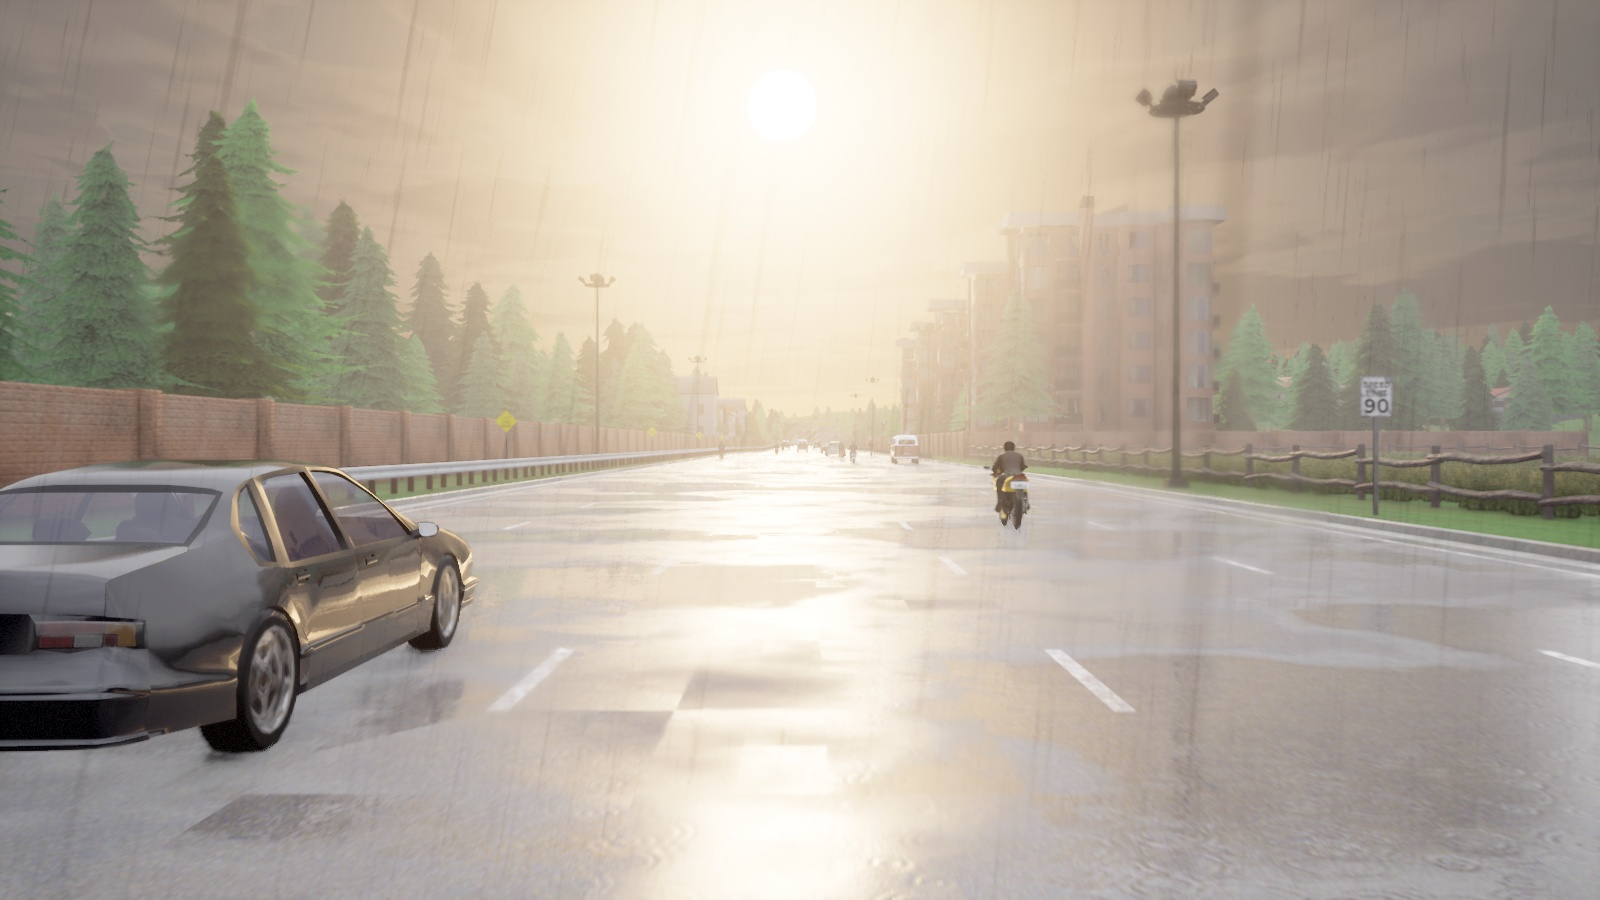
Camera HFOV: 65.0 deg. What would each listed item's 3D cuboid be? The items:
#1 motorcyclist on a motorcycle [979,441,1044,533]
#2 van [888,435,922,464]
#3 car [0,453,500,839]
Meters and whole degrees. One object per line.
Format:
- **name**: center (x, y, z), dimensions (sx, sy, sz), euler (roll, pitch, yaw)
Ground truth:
- **motorcyclist on a motorcycle**: center (3.639, 0.608, 21.796), dimensions (0.797, 1.523, 2.044), euler (0, 0, 0)
- **van**: center (7.433, -0.029, 89.530), dimensions (2.069, 2.038, 4.480), euler (0, 0, 0)
- **car**: center (-3.443, 0.749, 7.422), dimensions (2.033, 1.411, 5.357), euler (0, 0, 0)
